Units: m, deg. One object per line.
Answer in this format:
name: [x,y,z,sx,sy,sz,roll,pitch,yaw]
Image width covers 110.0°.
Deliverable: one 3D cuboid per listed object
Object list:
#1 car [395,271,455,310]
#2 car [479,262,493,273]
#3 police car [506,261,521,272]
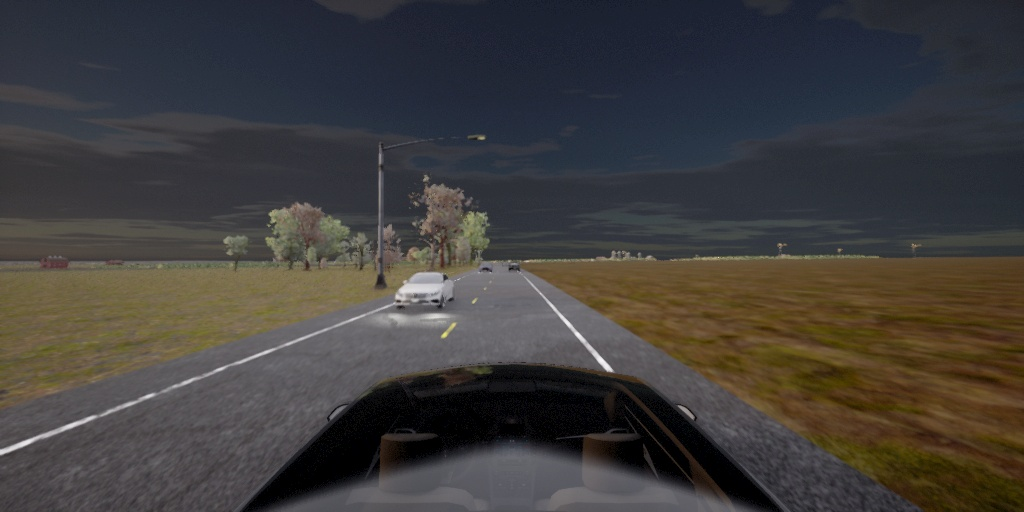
car: [-3.642,1.422,15.796,1.812,1.442,4.674,0,-1,0]
car: [-4.108,1.706,56.916,2.097,1.767,4.553,0,-1,-1]
police car: [0.422,1.822,60.665,1.930,1.638,5.238,0,-1,-1]
